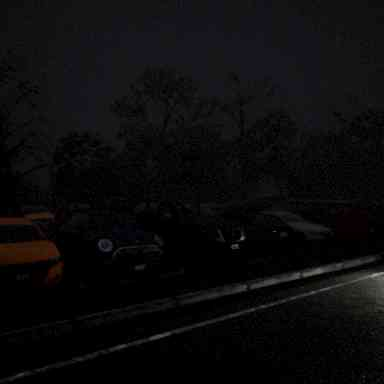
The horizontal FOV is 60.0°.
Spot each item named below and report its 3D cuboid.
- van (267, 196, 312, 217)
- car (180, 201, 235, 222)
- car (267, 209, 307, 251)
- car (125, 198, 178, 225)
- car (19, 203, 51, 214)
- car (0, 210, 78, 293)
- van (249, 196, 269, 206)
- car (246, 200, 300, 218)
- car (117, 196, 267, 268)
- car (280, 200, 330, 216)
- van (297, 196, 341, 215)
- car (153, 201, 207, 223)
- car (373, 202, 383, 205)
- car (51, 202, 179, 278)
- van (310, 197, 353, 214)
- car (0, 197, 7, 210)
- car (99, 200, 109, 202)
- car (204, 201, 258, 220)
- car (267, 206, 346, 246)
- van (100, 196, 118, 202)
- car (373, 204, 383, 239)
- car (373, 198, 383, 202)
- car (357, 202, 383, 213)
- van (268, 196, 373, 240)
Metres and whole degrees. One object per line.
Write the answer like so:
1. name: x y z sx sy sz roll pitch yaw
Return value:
1. van: 10.336 1.464 35.541 1.878 1.987 4.442 1 0 -35
2. car: 1.246 1.597 29.201 2.097 1.535 5.008 1 0 -35
3. car: 1.883 1.557 13.635 2.163 1.488 4.792 1 0 -35
4. car: -3.250 1.425 25.964 2.185 1.767 4.553 1 0 -35
5. car: -9.927 1.480 21.017 1.946 1.575 5.366 0 0 -35
6. car: -4.883 1.467 8.786 2.097 1.535 5.008 0 0 -35
7. van: 5.689 1.418 32.516 1.878 1.987 4.442 1 0 -35
8. car: 8.119 1.664 33.878 1.946 1.575 5.366 1 0 -36
9. car: -0.343 1.252 11.978 2.435 2.045 5.566 1 0 -35
10. car: 12.519 1.713 37.246 2.097 1.535 5.008 1 0 -35
11. van: 14.726 1.525 38.670 1.878 1.987 4.442 1 -1 -35
12. car: -1.112 1.573 27.520 2.097 1.535 5.008 1 0 -35
13. car: 13.220 1.673 21.641 2.163 1.488 4.792 1 0 -36
14. car: -2.636 1.358 10.418 2.185 1.767 4.553 1 0 -35
15. van: 16.954 1.596 40.544 1.878 1.987 4.442 2 -1 -35
16. car: -12.304 1.214 19.585 2.435 2.045 5.566 0 0 -35
17. car: -7.777 1.505 22.769 2.231 1.521 4.892 1 0 -35
18. car: 3.503 1.622 30.808 2.231 1.521 4.892 1 0 -35
19. car: 4.158 1.590 15.224 2.002 1.452 4.674 1 0 -35
20. van: -5.591 1.302 24.478 1.878 1.987 4.442 1 0 -35
21. car: 8.679 1.597 18.449 2.097 1.535 5.008 1 0 -35
22. car: 21.448 1.703 43.568 2.435 2.045 5.566 2 -1 -35
23. car: 26.040 2.133 46.872 2.002 1.452 4.674 2 -1 -35
24. van: 6.355 1.348 16.929 1.878 1.987 4.442 1 0 -35
